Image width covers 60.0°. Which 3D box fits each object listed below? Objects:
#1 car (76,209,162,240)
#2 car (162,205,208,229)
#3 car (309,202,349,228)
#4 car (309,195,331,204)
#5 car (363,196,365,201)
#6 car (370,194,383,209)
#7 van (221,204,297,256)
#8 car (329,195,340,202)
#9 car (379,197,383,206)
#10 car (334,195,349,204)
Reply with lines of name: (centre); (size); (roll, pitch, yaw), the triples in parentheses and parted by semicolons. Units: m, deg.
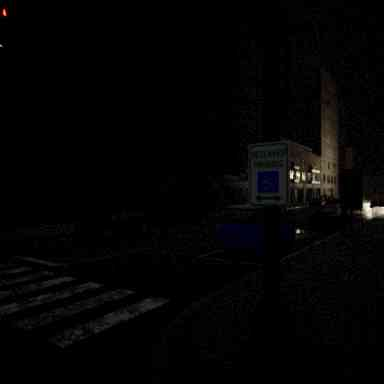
car: (-3.911, 1.586, 17.291); (2.008, 1.369, 4.403); (0, 0, 35)
car: (-0.650, 1.581, 21.943); (1.887, 1.381, 4.507); (0, 0, 35)
car: (9.187, 1.566, 21.996); (1.802, 1.307, 4.206); (0, 0, 35)
car: (18.915, 1.595, 49.861); (1.947, 1.339, 4.313); (0, 0, 35)
car: (41.741, 1.559, 82.431); (2.008, 1.369, 4.403); (0, 0, 35)
car: (25.489, 1.416, 45.260); (1.967, 1.590, 4.097); (0, 0, 35)
van: (2.664, 1.323, 12.693); (1.690, 1.788, 3.998); (0, 0, 35)
car: (22.175, 1.341, 54.515); (2.192, 1.841, 5.009); (0, 0, 35)
car: (32.011, 1.521, 54.564); (2.008, 1.369, 4.403); (0, 0, 35)
car: (28.697, 1.461, 63.820); (1.967, 1.590, 4.097); (0, 0, 35)
